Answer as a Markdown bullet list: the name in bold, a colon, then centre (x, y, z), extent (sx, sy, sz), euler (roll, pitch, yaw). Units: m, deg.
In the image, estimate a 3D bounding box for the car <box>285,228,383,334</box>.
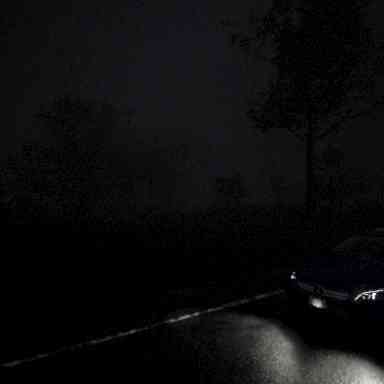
- **car**: centre (3.894, 1.498, 6.679), extent (4.674, 1.442, 1.812), euler (0, 0, -36)
